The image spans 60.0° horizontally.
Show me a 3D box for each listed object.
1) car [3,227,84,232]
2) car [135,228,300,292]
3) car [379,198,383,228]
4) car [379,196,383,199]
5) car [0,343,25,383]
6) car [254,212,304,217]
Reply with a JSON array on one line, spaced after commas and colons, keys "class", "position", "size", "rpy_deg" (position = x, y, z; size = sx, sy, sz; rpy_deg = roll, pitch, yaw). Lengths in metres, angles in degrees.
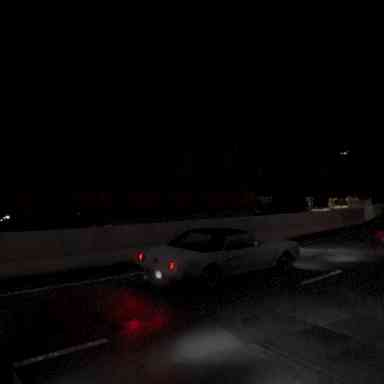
[{"class": "car", "position": [-7.560, 1.662, 15.954], "size": [4.718, 1.301, 1.895], "rpy_deg": [0, 0, -38]}, {"class": "car", "position": [0.935, 1.646, 9.131], "size": [4.718, 1.301, 1.895], "rpy_deg": [0, 0, -39]}, {"class": "car", "position": [14.452, 1.485, 22.603], "size": [2.097, 1.767, 4.553], "rpy_deg": [0, 0, 41]}, {"class": "car", "position": [45.343, 1.624, 78.996], "size": [2.097, 1.767, 4.553], "rpy_deg": [0, 0, 4]}, {"class": "car", "position": [-3.339, 1.602, 1.497], "size": [4.718, 1.301, 1.895], "rpy_deg": [0, 0, -35]}, {"class": "car", "position": [6.767, 1.350, 24.601], "size": [2.150, 2.045, 5.566], "rpy_deg": [0, 0, 41]}]
